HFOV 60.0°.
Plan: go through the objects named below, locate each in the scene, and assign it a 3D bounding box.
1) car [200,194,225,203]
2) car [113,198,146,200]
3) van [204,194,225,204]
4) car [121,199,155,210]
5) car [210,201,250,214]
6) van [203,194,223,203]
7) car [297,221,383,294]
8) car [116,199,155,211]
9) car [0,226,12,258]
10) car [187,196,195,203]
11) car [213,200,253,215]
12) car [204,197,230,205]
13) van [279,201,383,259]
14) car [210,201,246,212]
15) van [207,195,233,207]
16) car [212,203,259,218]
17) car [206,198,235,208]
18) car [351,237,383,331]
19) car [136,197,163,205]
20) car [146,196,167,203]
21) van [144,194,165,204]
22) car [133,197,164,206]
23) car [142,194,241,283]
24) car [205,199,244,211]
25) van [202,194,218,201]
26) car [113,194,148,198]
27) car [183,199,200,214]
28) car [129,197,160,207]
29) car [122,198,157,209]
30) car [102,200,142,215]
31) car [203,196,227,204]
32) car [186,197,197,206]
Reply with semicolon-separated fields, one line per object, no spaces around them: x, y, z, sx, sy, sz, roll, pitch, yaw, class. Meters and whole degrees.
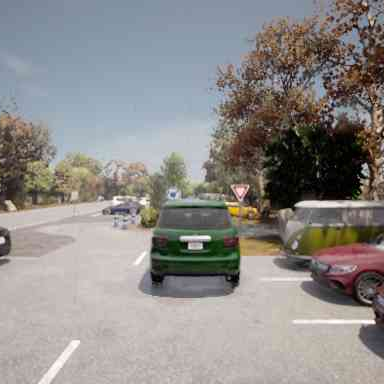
4.805;1.472;78.569;5.566;2.045;2.435;0;0;0;car
-8.264;1.942;42.584;5.008;1.535;2.097;0;1;0;car
4.946;1.503;73.029;4.442;1.987;1.878;0;0;0;van
-8.258;1.862;50.912;4.892;1.521;2.231;0;1;0;car
4.781;1.973;42.569;4.792;1.488;2.163;0;1;0;car
4.714;1.501;75.799;4.442;1.987;1.878;0;0;0;van
5.053;1.521;7.383;4.674;1.452;2.002;0;0;0;car
-8.080;1.885;48.136;5.366;1.575;1.946;0;1;0;car
-8.055;1.504;9.992;4.792;1.488;2.163;0;0;0;car
-0.207;1.743;78.352;1.837;1.490;4.892;0;0;0;car
4.840;1.844;39.922;4.553;1.767;2.185;0;1;0;car
4.853;1.776;64.722;4.792;1.488;2.163;0;0;0;car
4.928;1.251;10.056;4.442;1.987;1.878;-1;0;0;van
4.810;1.956;45.339;4.674;1.452;2.002;0;1;0;car
4.938;1.557;59.309;4.442;1.987;1.878;0;0;0;van
4.802;1.996;37.152;5.008;1.535;2.097;0;1;0;car
4.791;1.838;56.418;4.792;1.488;2.163;0;1;0;car
5.049;1.527;4.598;4.674;1.452;2.002;0;0;0;car
-8.261;1.746;64.781;4.892;1.521;2.231;0;0;0;car
-8.276;1.752;78.662;4.792;1.488;2.163;0;0;0;car
-8.133;1.502;73.110;4.442;1.987;1.878;0;0;0;van
-8.072;1.758;62.013;5.366;1.575;1.946;0;0;0;car
0.083;1.220;9.761;2.150;2.045;5.566;0;0;0;car
4.629;1.886;48.109;5.366;1.575;1.946;0;1;0;car
4.958;1.483;92.546;4.442;1.987;1.878;0;0;0;van
-8.239;1.664;45.357;5.566;2.045;2.435;0;1;0;car
-0.119;1.804;43.549;2.097;1.767;4.553;0;0;0;car
-8.444;1.778;59.361;5.366;1.575;1.946;0;1;0;car
-8.448;1.830;53.688;5.366;1.575;1.946;0;1;0;car
-8.300;1.999;39.808;4.792;1.488;2.163;0;1;0;car
4.833;1.732;70.259;5.008;1.535;2.097;0;0;0;car
-0.117;1.759;62.015;1.882;1.535;5.008;0;1;0;car
